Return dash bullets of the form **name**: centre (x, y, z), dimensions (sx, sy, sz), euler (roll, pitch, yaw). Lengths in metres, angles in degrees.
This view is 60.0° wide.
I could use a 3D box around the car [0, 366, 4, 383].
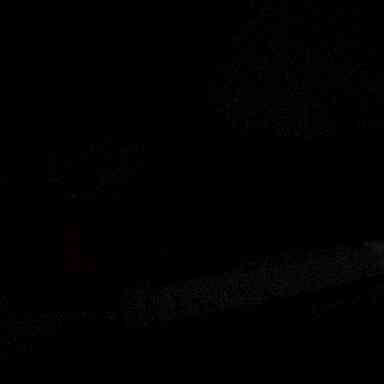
- **car**: centre (-3.173, 1.469, 0.702), dimensions (5.008, 1.535, 1.882), euler (0, 0, -36)
